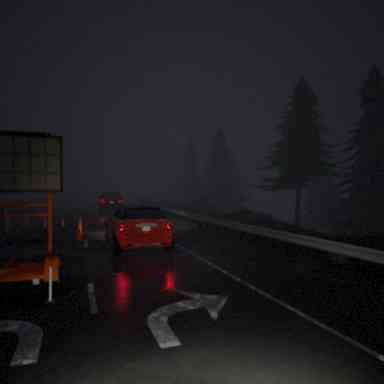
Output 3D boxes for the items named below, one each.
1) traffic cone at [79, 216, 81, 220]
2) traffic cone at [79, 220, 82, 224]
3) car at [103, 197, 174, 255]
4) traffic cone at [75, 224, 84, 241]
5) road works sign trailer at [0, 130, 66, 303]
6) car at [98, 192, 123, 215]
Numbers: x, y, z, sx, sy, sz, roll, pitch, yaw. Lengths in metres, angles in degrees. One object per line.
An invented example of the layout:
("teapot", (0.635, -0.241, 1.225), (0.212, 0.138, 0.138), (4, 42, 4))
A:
("traffic cone", (-6.247, 1.817, 18.577), (0.340, 0.580, 0.340), (0, 0, -18))
("traffic cone", (-5.623, 1.831, 16.677), (0.340, 0.580, 0.340), (0, 0, -18))
("car", (-2.214, 1.249, 13.231), (2.097, 1.767, 4.553), (0, 0, -18))
("traffic cone", (-4.998, 1.845, 14.777), (0.340, 0.580, 0.340), (0, 0, -18))
("road works sign trailer", (-4.229, 0.409, 7.651), (2.380, 3.560, 2.880), (0, 0, -18))
("car", (-7.670, 0.982, 31.439), (2.150, 2.045, 5.566), (0, 0, -15))
